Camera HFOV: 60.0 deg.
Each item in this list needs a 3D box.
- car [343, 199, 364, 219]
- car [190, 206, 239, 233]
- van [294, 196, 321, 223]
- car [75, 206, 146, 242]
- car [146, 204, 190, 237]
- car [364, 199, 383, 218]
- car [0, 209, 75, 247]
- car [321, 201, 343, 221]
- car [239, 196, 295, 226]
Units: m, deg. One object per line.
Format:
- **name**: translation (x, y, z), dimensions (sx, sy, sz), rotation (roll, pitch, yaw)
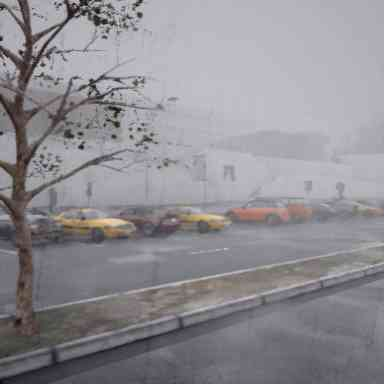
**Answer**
- **car**: translation (11.751, 1.518, 28.704), dimensions (4.792, 1.488, 2.163), rotation (-1, 0, 35)
- **car**: translation (-0.223, 1.499, 19.931), dimensions (5.366, 1.575, 1.946), rotation (-1, -1, 35)
- **van**: translation (7.017, 1.280, 25.171), dimensions (4.442, 1.987, 1.878), rotation (-1, -1, 35)
- **car**: translation (-5.083, 1.489, 16.471), dimensions (5.366, 1.575, 1.946), rotation (-1, -1, 35)
- **car**: translation (-2.833, 1.529, 18.318), dimensions (4.792, 1.488, 2.163), rotation (-1, -1, 35)
- **car**: translation (14.366, 1.463, 30.323), dimensions (5.366, 1.575, 1.946), rotation (-1, -1, 35)
- **car**: translation (-7.664, 1.533, 14.840), dimensions (4.674, 1.452, 2.002), rotation (-1, 0, 35)
- **car**: translation (9.348, 1.538, 26.954), dimensions (4.674, 1.452, 2.002), rotation (-1, 0, 35)
- **car**: translation (4.506, 1.383, 23.478), dimensions (4.553, 1.767, 2.185), rotation (-1, -1, 35)
